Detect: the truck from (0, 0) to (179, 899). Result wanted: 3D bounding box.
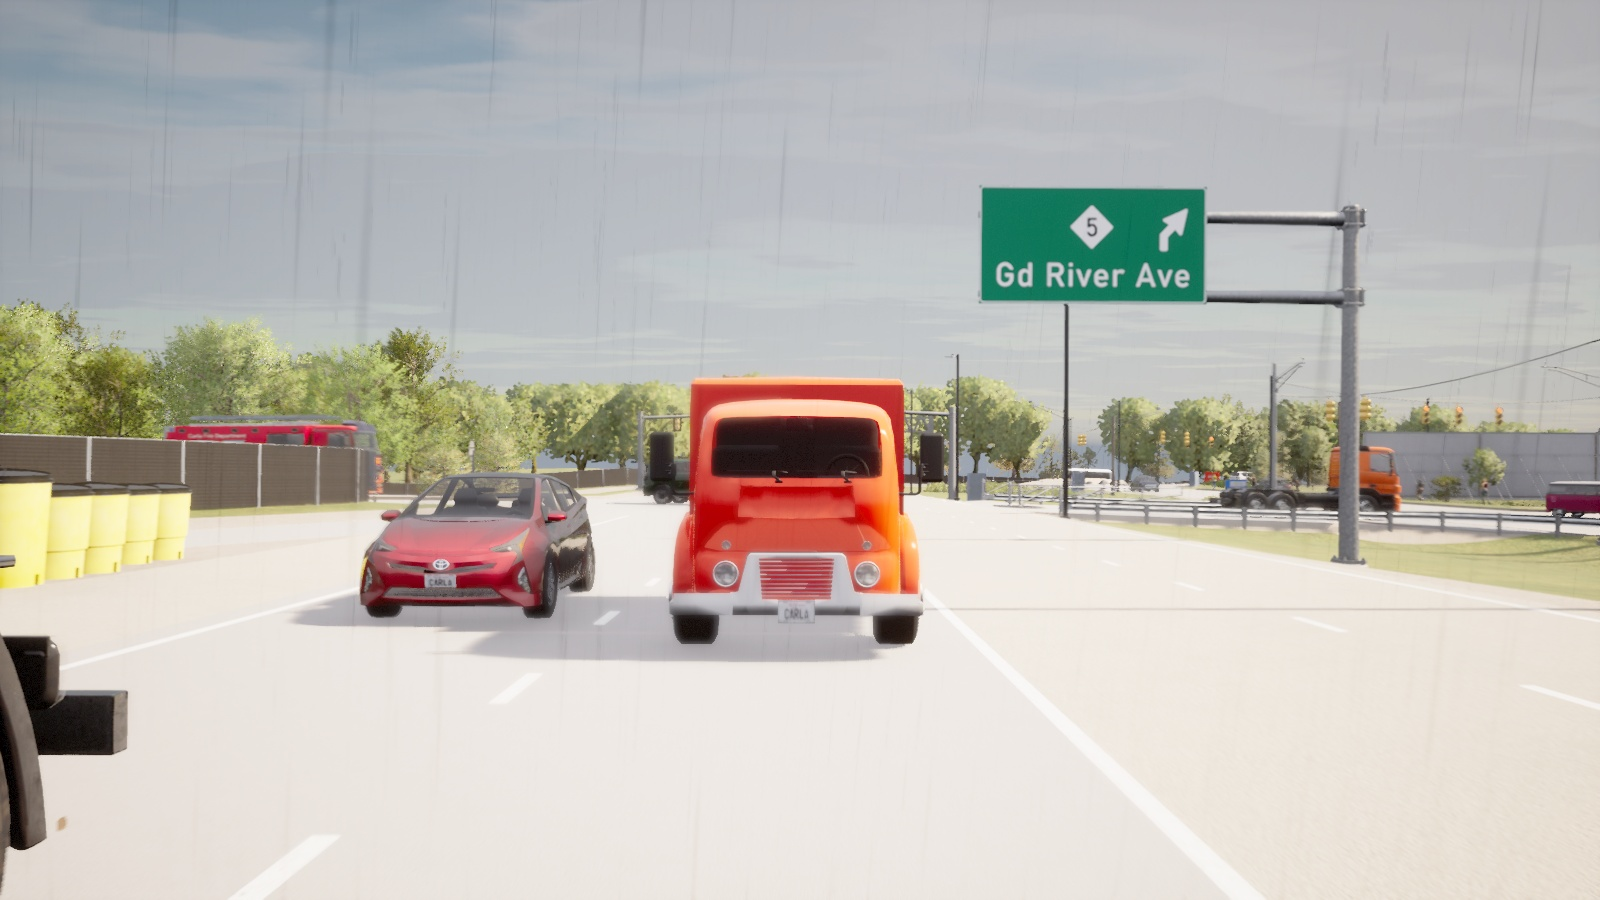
[{"bbox_3d":[-3.504,-0.150,0.200,2.891,3.462,7.936,0,-1,0],"label":"truck"}]

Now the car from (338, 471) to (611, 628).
[{"bbox_3d":[-3.534,1.013,14.581,2.007,1.525,4.514,0,-1,0],"label":"car"}]

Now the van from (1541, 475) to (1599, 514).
[{"bbox_3d":[41.155,2.287,65.104,1.775,1.987,4.442,0,-1,-24],"label":"van"}]

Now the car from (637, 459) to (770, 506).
[{"bbox_3d":[-4.333,1.473,56.496,5.566,2.045,2.150,-1,-1,20],"label":"car"}]

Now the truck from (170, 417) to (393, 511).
[{"bbox_3d":[-22.364,0.597,54.484,8.468,3.827,2.891,-1,0,-1],"label":"truck"}]

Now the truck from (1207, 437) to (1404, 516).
[{"bbox_3d":[23.365,1.243,58.282,7.936,3.462,2.891,1,-1,-1],"label":"truck"}]

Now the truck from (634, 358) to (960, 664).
[{"bbox_3d":[-0.032,0.538,12.782,2.627,2.467,5.204,0,-1,0],"label":"truck"}]
